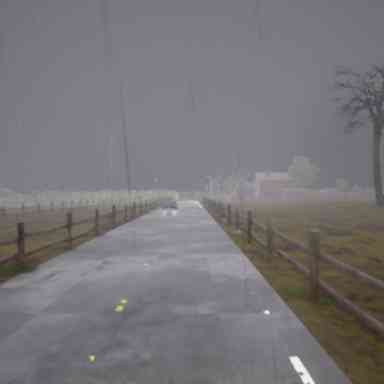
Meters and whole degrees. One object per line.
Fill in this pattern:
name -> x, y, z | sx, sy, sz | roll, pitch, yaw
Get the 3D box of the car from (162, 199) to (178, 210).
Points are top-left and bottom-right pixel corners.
car -> -2.854, 1.636, 43.931 | 2.033, 1.411, 5.357 | 0, 0, 0
